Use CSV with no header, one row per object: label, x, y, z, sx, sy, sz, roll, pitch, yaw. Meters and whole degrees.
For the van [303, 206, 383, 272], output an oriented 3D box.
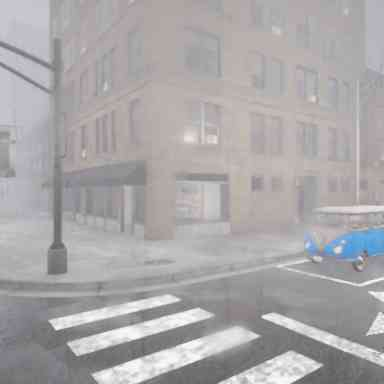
van,5.220,1.336,10.500,3.998,1.788,1.690,0,0,-36
